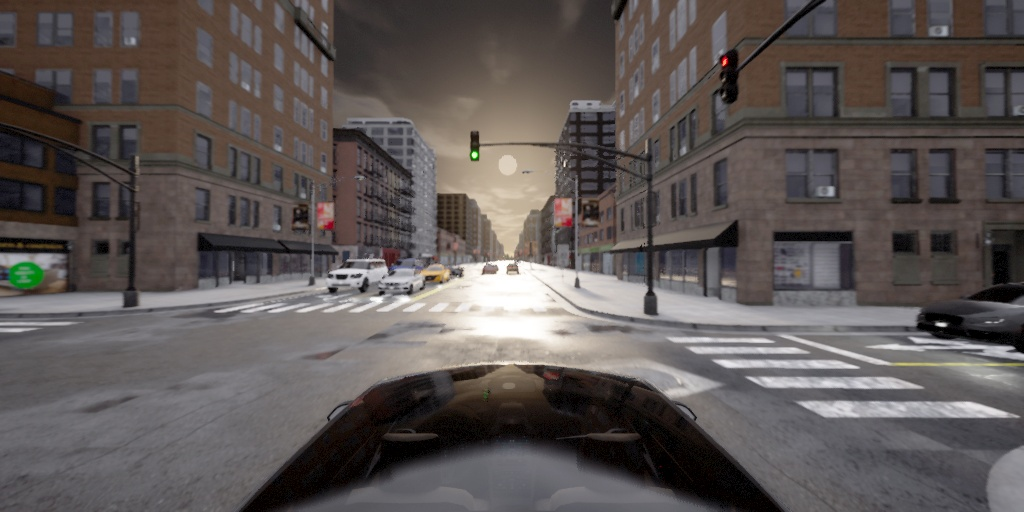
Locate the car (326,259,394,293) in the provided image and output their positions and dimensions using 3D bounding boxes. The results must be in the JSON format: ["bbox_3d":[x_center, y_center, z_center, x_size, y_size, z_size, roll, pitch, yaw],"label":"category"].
[{"bbox_3d":[-9.856,1.204,23.397,2.150,2.045,5.566,0,-1,0],"label":"car"}]

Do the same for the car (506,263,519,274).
[{"bbox_3d":[0.095,1.785,52.793,1.837,1.490,4.892,0,-1,0],"label":"car"}]

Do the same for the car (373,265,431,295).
[{"bbox_3d":[-6.604,1.492,21.999,1.812,1.442,4.674,0,-1,0],"label":"car"}]

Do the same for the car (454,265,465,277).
[{"bbox_3d":[-6.593,1.729,41.304,1.994,1.385,4.181,0,-1,0],"label":"car"}]

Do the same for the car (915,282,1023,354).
[{"bbox_3d":[12.455,1.359,8.324,4.892,1.490,1.837,0,-1,2],"label":"car"}]

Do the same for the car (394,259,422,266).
[{"bbox_3d":[-9.855,1.310,33.770,2.150,2.045,5.566,0,-1,0],"label":"car"}]

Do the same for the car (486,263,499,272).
[{"bbox_3d":[-3.257,1.937,61.696,1.994,1.385,4.181,0,-1,0],"label":"car"}]

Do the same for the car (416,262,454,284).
[{"bbox_3d":[-6.602,1.540,31.270,1.882,1.535,5.008,0,-1,0],"label":"car"}]

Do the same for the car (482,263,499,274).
[{"bbox_3d":[-3.256,1.834,51.660,1.994,1.385,4.181,0,-1,0],"label":"car"}]
